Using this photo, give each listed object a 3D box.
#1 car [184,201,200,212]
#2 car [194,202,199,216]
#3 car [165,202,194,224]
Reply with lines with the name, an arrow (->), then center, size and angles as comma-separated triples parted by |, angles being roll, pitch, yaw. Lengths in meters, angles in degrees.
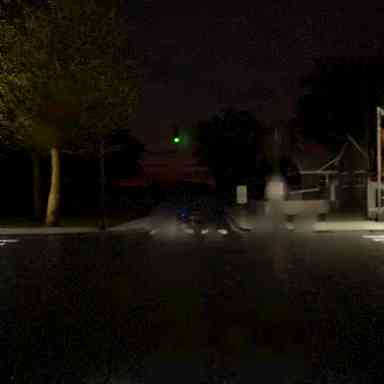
car -> 0.122, 2.162, 49.889 | 2.033, 1.411, 5.357 | -1, -1, 4
car -> -0.537, 2.001, 39.282 | 1.837, 1.490, 4.892 | -1, -1, 3
car -> -1.172, 1.856, 29.000 | 1.882, 1.535, 5.008 | -1, -1, 4
